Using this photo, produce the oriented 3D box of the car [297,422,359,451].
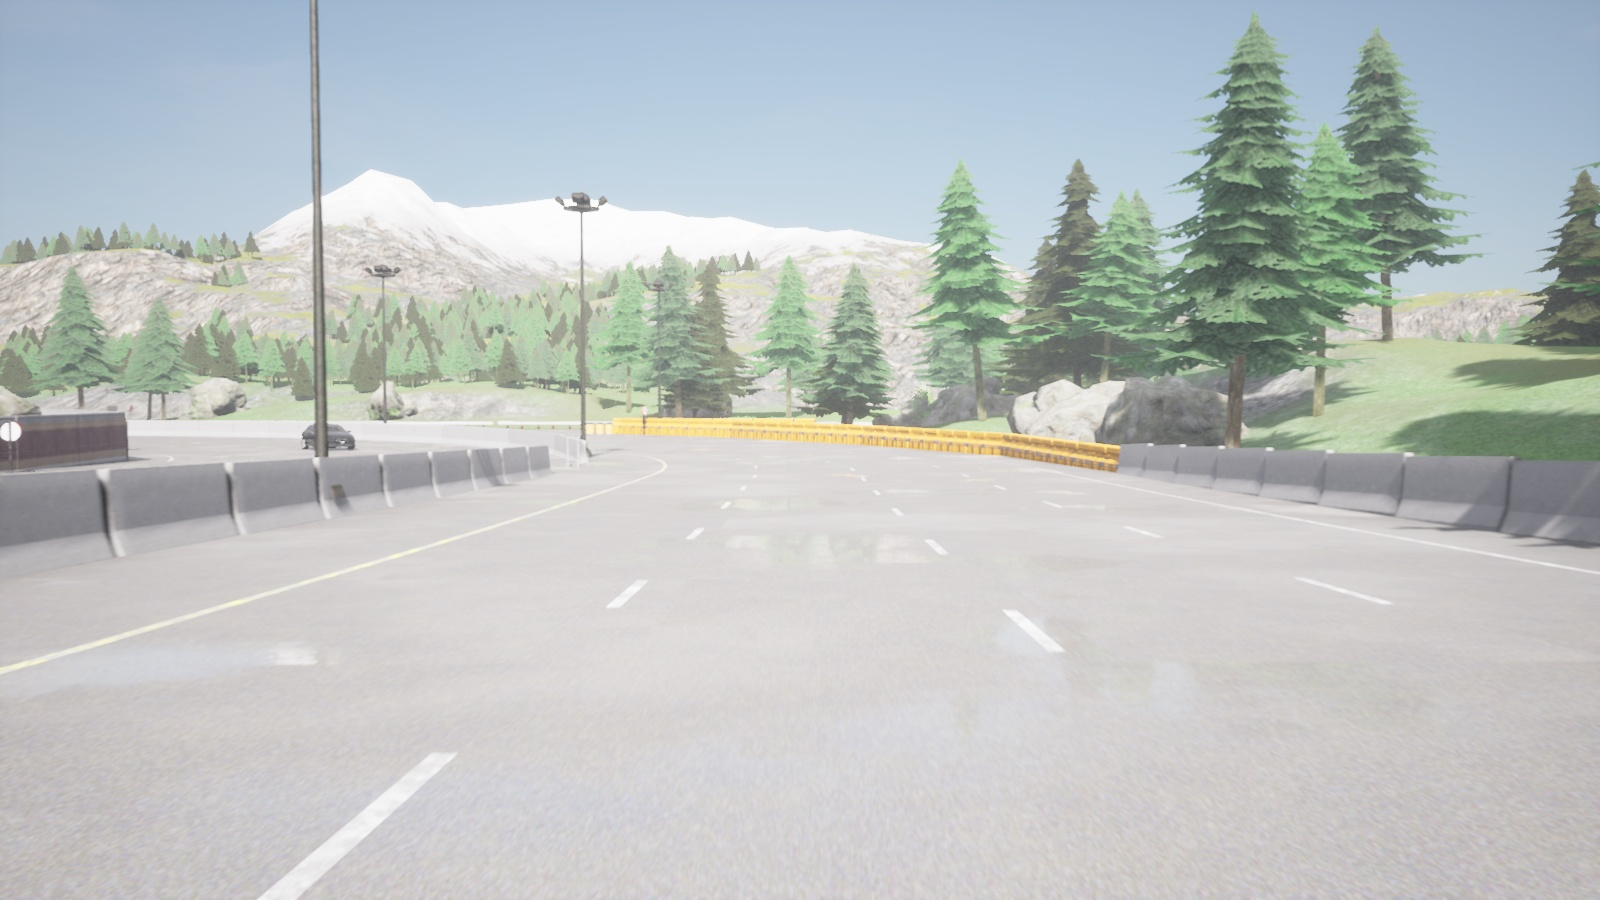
[{"bbox_3d":[-26.654,-0.764,70.797,1.837,1.490,4.892,-2,3,-39],"label":"car"}]
